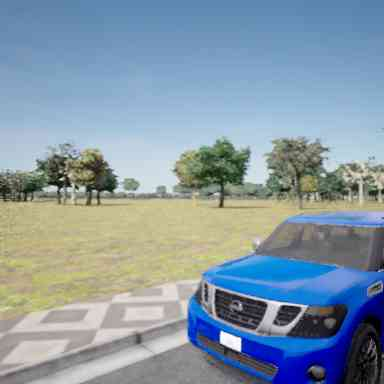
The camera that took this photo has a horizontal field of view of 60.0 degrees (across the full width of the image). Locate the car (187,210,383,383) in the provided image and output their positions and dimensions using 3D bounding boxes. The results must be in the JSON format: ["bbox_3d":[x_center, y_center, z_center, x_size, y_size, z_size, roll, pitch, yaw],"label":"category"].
[{"bbox_3d":[2.493,1.361,5.547,5.566,2.045,2.150,2,-2,-42],"label":"car"}]
